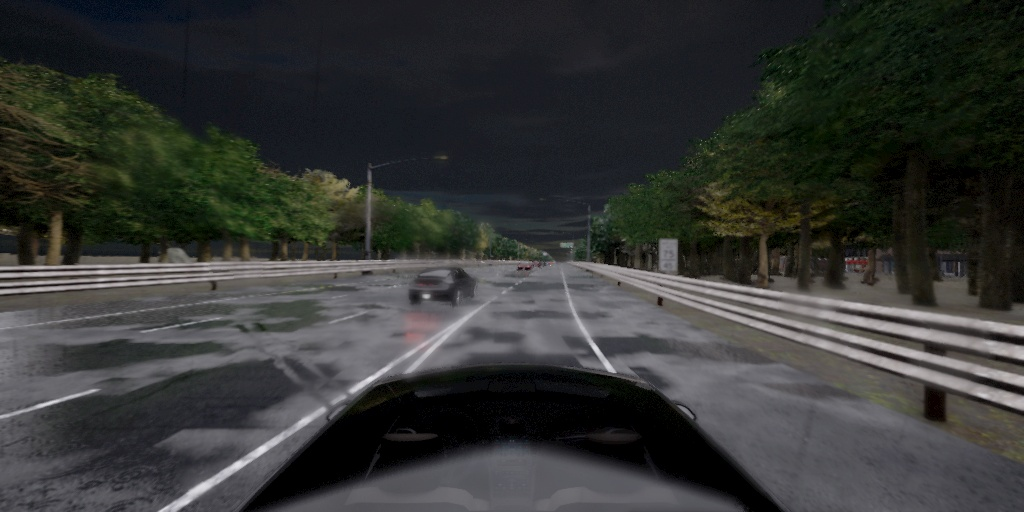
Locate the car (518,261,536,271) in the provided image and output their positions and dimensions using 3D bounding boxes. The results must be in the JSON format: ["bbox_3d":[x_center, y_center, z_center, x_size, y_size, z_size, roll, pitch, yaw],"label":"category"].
[{"bbox_3d":[1.970,1.495,52.157,1.895,1.301,4.718,1,0,7],"label":"car"}]

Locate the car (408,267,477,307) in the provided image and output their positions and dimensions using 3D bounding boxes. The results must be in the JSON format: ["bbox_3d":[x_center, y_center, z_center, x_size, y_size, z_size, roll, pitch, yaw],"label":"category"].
[{"bbox_3d":[-2.778,1.213,15.302,1.837,1.490,4.892,1,0,7],"label":"car"}]
